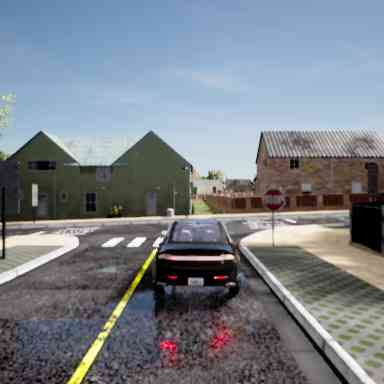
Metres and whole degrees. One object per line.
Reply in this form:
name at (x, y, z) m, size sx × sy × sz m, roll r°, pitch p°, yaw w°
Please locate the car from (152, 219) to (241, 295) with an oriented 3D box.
car at (0.154, 1.454, 8.643) m, size 2.128 × 1.511 × 4.902 m, roll 0°, pitch 0°, yaw 2°
